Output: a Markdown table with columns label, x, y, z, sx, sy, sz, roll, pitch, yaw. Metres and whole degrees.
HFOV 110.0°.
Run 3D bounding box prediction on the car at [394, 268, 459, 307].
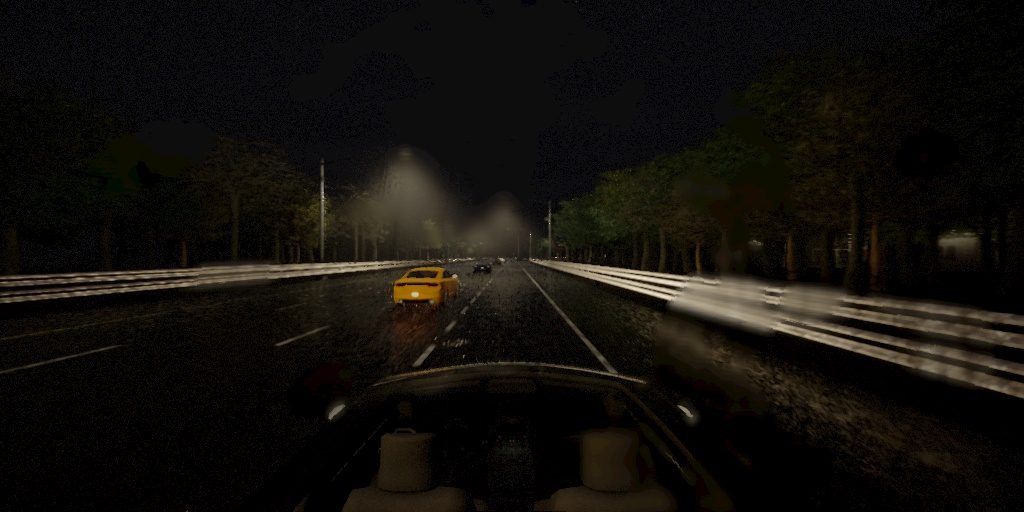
| label | x | y | z | sx | sy | sz | roll | pitch | yaw |
| --- | --- | --- | --- | --- | --- | --- | --- | --- | --- |
| car | -3.504 | 1.237 | 15.473 | 1.882 | 1.535 | 5.008 | 0 | 0 | 0 |

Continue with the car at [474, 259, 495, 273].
| label | x | y | z | sx | sy | sz | roll | pitch | yaw |
| --- | --- | --- | --- | --- | --- | --- | --- | --- | --- |
| car | -3.453 | 1.351 | 43.441 | 1.994 | 1.385 | 4.181 | 0 | 0 | 0 |
